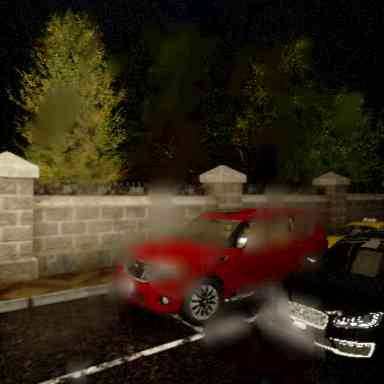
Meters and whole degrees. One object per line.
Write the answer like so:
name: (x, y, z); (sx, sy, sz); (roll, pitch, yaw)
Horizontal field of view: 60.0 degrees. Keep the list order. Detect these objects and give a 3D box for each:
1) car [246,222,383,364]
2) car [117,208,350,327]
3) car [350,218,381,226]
car: (3.398, 1.503, 5.800); (4.892, 1.490, 1.837); (0, 0, -35)
car: (0.975, 1.314, 7.242); (5.009, 1.841, 2.192); (0, 1, -35)
car: (5.462, 1.521, 10.443); (4.829, 1.417, 1.752); (0, 1, -35)
